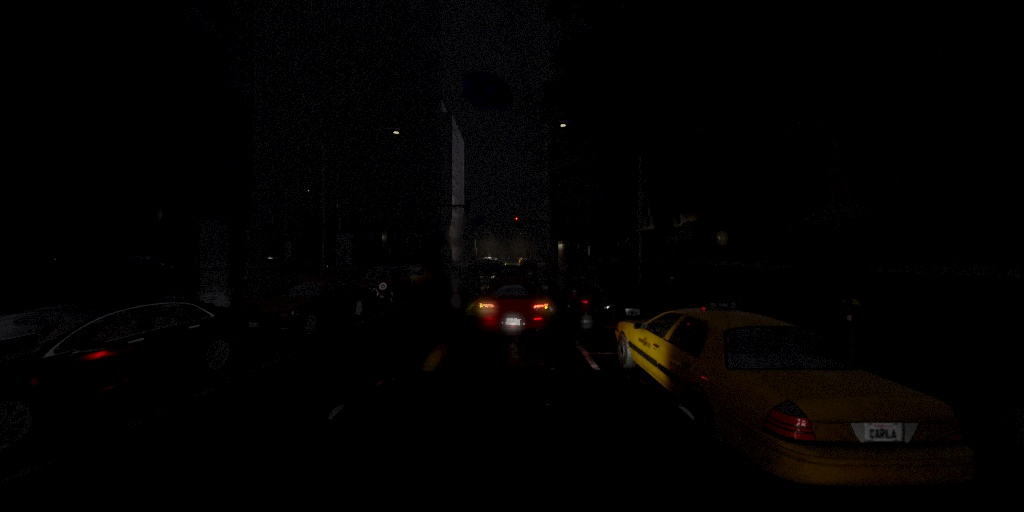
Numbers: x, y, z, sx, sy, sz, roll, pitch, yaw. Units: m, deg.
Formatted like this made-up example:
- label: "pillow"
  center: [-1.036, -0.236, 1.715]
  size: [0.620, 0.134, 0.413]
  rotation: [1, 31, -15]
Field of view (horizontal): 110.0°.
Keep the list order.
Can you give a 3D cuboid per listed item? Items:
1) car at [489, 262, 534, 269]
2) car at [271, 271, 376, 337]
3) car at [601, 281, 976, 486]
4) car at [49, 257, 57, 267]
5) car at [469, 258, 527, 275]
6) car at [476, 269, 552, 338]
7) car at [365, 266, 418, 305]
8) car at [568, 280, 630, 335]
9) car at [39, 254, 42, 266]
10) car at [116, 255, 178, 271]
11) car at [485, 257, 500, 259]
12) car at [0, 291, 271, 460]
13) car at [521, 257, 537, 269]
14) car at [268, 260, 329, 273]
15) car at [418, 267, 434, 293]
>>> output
- label: "car"
  center: [0.004, 1.256, 18.964]
  size: [1.837, 1.490, 4.892]
  rotation: [0, 0, 0]
- label: "car"
  center: [-5.769, 1.295, 10.254]
  size: [1.888, 1.381, 4.507]
  rotation: [0, 0, 0]
- label: "car"
  center: [2.761, 1.275, 4.976]
  size: [1.751, 1.417, 4.829]
  rotation: [0, 0, 0]
- label: "car"
  center: [-48.218, 0.417, 35.684]
  size: [4.181, 1.385, 1.994]
  rotation: [1, 0, 0]
- label: "car"
  center: [-1.357, 1.247, 32.660]
  size: [4.902, 1.511, 2.128]
  rotation: [1, 0, 0]
- label: "car"
  center: [0.063, 1.276, 10.097]
  size: [1.812, 1.442, 4.674]
  rotation: [0, 0, 0]
- label: "car"
  center: [-5.774, 1.190, 15.711]
  size: [1.967, 1.591, 4.097]
  rotation: [0, 0, 0]
- label: "car"
  center: [2.756, 1.316, 10.263]
  size: [1.948, 1.339, 4.313]
  rotation: [0, 0, 0]
- label: "car"
  center: [-46.306, 0.395, 32.576]
  size: [4.892, 1.490, 1.837]
  rotation: [1, 0, 0]
- label: "car"
  center: [-33.222, 0.660, 32.570]
  size: [4.674, 1.442, 1.812]
  rotation: [1, 0, 0]
- label: "car"
  center: [-3.133, 1.328, 57.953]
  size: [1.994, 1.385, 4.181]
  rotation: [0, 0, 0]
- label: "car"
  center: [-5.764, 1.300, 4.797]
  size: [2.007, 1.370, 4.403]
  rotation: [0, 0, 0]
- label: "car"
  center: [2.719, 1.201, 53.145]
  size: [1.967, 1.591, 4.097]
  rotation: [0, 0, 0]
- label: "car"
  center: [-19.304, 1.004, 32.612]
  size: [4.718, 1.301, 1.895]
  rotation: [1, 0, 0]
- label: "car"
  center: [-5.778, 1.277, 20.997]
  size: [1.751, 1.417, 4.829]
  rotation: [0, 0, 0]
